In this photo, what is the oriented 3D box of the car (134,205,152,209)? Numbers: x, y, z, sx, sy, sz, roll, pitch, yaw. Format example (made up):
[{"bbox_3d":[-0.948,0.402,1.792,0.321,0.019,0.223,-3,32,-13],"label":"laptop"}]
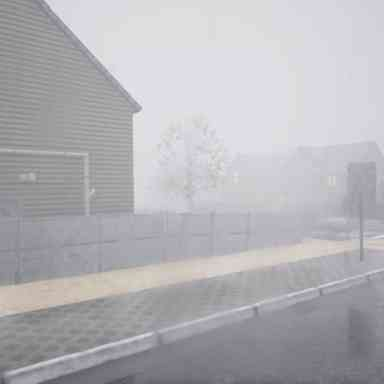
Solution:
[{"bbox_3d":[-5.698,2.440,40.346,1.895,1.301,4.718,-1,-1,-35],"label":"car"}]

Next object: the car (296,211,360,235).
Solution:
[{"bbox_3d":[8.014,1.879,21.054,1.895,1.301,4.718,-1,-1,-35],"label":"car"}]

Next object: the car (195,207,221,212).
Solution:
[{"bbox_3d":[1.508,2.108,30.185,1.994,1.385,4.181,-1,-1,-36],"label":"car"}]

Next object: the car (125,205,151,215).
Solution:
[{"bbox_3d":[-7.888,2.583,48.405,1.895,1.301,4.718,-1,-1,-35],"label":"car"}]
